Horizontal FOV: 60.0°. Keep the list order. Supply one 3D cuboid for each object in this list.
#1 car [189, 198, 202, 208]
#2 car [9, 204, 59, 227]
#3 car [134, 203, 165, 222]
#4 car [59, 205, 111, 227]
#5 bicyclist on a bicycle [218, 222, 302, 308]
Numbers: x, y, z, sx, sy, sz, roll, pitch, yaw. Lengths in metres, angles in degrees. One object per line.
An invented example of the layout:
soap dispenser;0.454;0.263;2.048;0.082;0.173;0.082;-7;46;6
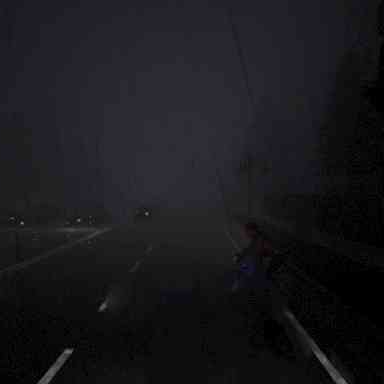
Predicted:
car;0.497;1.497;47.584;2.033;1.411;5.357;0;0;1
car;-10.329;1.522;22.966;2.033;1.411;5.357;0;0;1
car;-3.198;1.536;25.712;1.994;1.385;4.181;0;0;1
car;-6.839;1.540;22.205;1.994;1.385;4.181;0;0;1
bicyclist on a bicycle;1.320;1.418;6.494;1.656;1.620;0.582;0;0;1
